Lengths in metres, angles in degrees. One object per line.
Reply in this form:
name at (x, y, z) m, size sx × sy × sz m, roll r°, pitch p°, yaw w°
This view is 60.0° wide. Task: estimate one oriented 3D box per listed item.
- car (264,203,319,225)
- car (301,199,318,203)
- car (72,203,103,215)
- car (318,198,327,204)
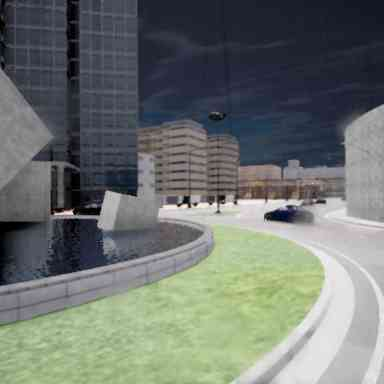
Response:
car at (7.714, 1.807, 26.665) m, size 1.994 × 1.385 × 4.181 m, roll 0°, pitch -1°, yaw -27°
car at (22.955, 2.113, 65.617) m, size 1.994 × 1.385 × 4.181 m, roll -1°, pitch -1°, yaw 32°
car at (-11.258, 2.056, 38.281) m, size 4.902 × 1.511 × 2.128 m, roll -1°, pitch -1°, yaw 4°
car at (30.130, 2.174, 77.467) m, size 1.994 × 1.385 × 4.181 m, roll -1°, pitch -1°, yaw 32°
